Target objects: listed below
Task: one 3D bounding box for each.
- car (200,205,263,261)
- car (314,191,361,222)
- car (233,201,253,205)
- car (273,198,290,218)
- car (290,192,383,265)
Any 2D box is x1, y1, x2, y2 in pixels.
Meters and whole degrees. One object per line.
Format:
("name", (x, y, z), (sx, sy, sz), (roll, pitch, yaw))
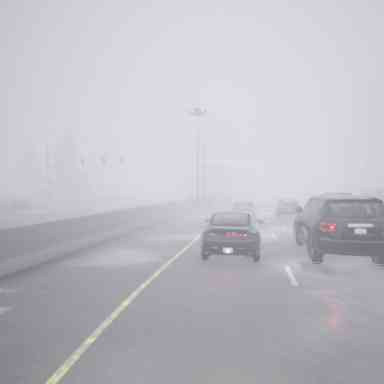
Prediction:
("car", (1.466, 1.408, 11.878), (1.837, 1.490, 4.892), (0, 0, 10))
("car", (11.162, 1.014, 26.001), (2.150, 2.045, 5.566), (0, 1, 11))
("car", (3.749, 1.351, 24.515), (2.033, 1.411, 5.357), (0, 0, 11))
("car", (7.909, 1.270, 27.635), (2.128, 1.511, 4.902), (0, 1, 11))
("car", (4.956, 1.127, 11.533), (2.150, 2.045, 5.566), (0, 0, 10))
